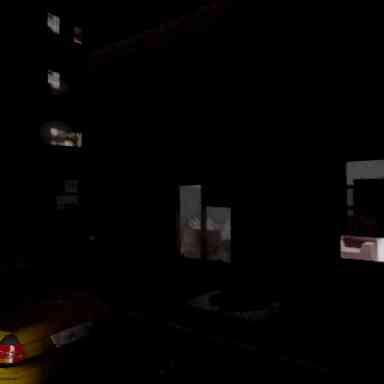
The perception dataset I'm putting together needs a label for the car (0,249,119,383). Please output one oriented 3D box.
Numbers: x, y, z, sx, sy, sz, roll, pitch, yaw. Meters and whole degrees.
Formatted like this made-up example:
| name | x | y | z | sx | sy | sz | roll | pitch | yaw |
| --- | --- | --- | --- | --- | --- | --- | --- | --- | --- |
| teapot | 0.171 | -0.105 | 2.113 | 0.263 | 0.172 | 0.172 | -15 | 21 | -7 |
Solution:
| name | x | y | z | sx | sy | sz | roll | pitch | yaw |
| --- | --- | --- | --- | --- | --- | --- | --- | --- | --- |
| car | -3.197 | 1.544 | 5.017 | 4.829 | 1.417 | 1.752 | 0 | -1 | 36 |
